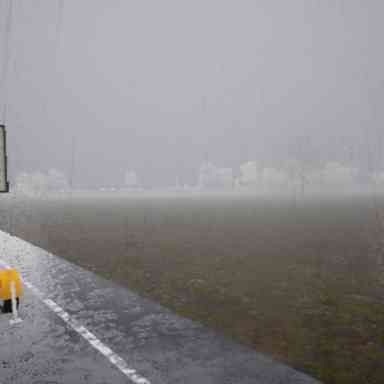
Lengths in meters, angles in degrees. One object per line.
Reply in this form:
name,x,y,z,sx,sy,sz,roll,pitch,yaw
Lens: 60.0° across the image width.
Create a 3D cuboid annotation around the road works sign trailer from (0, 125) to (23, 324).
road works sign trailer,-4.667,0.447,5.985,2.380,3.560,2.880,-3,2,-40
